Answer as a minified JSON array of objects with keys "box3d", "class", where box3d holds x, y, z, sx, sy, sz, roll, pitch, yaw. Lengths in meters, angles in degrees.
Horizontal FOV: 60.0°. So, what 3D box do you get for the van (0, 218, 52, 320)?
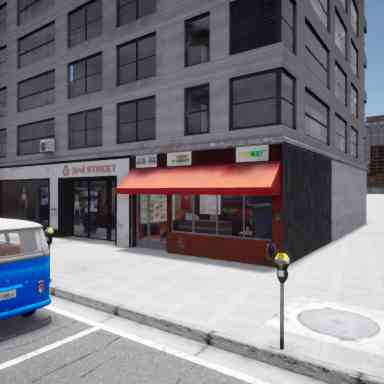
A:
[{"box3d":[-4.327,1.341,6.165,3.998,1.788,1.690,0,0,36],"class":"van"}]
